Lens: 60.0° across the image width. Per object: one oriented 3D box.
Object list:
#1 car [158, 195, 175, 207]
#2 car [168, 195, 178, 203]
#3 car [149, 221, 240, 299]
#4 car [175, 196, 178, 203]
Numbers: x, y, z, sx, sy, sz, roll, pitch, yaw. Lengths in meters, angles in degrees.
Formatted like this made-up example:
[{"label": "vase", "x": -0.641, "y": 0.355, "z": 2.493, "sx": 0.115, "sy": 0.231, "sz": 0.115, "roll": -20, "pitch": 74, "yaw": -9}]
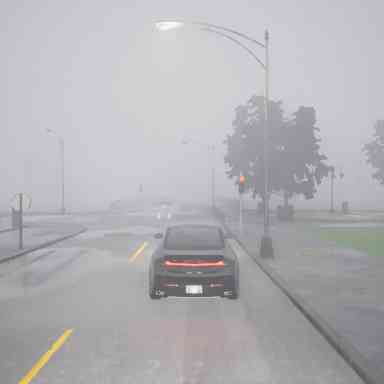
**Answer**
[{"label": "car", "x": -4.120, "y": 1.505, "z": 50.844, "sx": 1.837, "sy": 1.490, "sz": 4.892, "roll": 0, "pitch": 0, "yaw": 0}, {"label": "car", "x": -4.035, "y": 1.500, "z": 70.451, "sx": 1.837, "sy": 1.490, "sz": 4.892, "roll": 0, "pitch": 0, "yaw": 0}, {"label": "car", "x": 0.056, "y": 1.505, "z": 8.411, "sx": 1.837, "sy": 1.490, "sz": 4.892, "roll": 0, "pitch": 0, "yaw": 0}, {"label": "car", "x": -4.100, "y": 1.601, "z": 60.237, "sx": 1.895, "sy": 1.301, "sz": 4.718, "roll": 0, "pitch": 0, "yaw": 0}]
